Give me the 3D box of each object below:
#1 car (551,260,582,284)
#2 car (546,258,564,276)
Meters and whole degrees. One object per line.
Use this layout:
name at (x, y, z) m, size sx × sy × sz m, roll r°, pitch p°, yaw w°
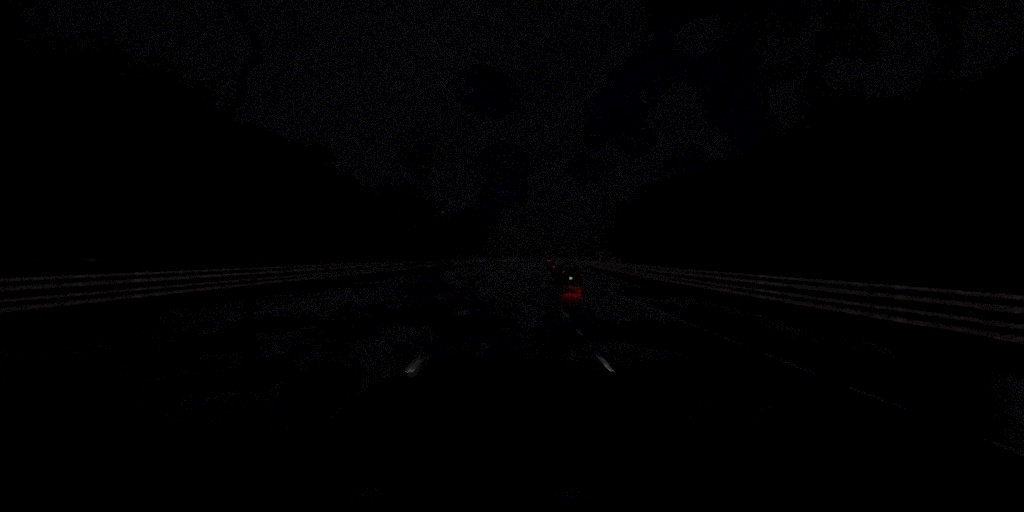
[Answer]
car at (4.223, 1.288, 27.408) m, size 1.837 × 1.490 × 4.892 m, roll 0°, pitch 0°, yaw 3°
car at (5.014, 1.297, 38.084) m, size 2.163 × 1.488 × 4.792 m, roll 0°, pitch 0°, yaw 5°
